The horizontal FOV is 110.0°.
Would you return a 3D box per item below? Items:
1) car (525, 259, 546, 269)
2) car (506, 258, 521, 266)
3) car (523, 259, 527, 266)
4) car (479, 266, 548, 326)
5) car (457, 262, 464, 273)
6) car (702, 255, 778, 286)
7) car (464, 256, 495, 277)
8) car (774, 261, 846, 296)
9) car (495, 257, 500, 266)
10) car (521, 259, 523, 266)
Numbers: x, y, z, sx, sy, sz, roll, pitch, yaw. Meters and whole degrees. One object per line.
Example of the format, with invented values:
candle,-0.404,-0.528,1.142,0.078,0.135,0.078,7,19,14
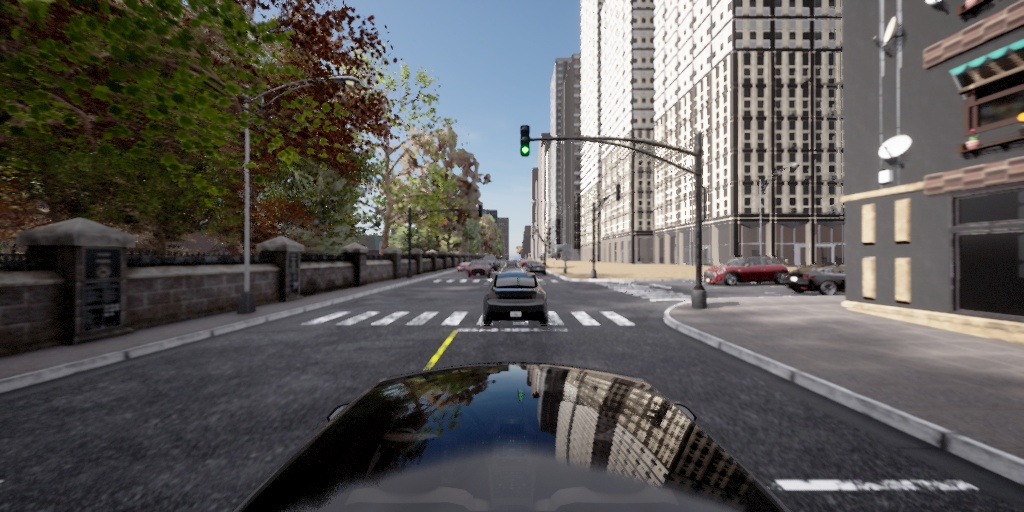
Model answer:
car,2.689,1.342,38.624,1.948,1.339,4.313,0,0,0
car,-0.001,1.303,65.460,2.128,1.511,4.902,0,0,0
car,2.690,1.348,44.256,1.948,1.339,4.313,0,0,0
car,0.102,1.261,11.757,1.837,1.490,4.892,0,0,0
car,-5.691,1.365,44.256,1.802,1.307,4.207,0,0,0
car,14.082,0.853,21.840,4.553,1.767,2.097,-1,0,-3
car,-3.092,1.125,34.971,2.097,1.767,4.553,0,0,0
car,14.685,1.030,16.041,4.313,1.339,1.948,0,0,0
car,-3.075,1.010,48.521,2.150,2.045,5.566,0,0,0
car,2.690,1.355,49.889,1.948,1.339,4.313,0,0,0
